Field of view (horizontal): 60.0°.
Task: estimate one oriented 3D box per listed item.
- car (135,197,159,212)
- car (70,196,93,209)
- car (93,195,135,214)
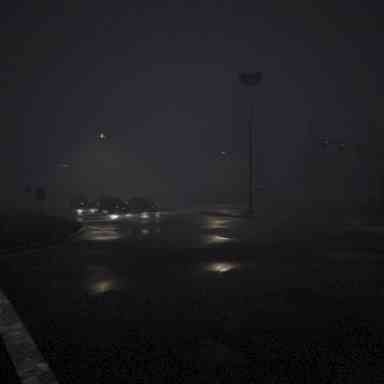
[{"bbox_3d":[-5.399,1.316,35.918,1.837,1.490,4.892,0,0,-36],"label":"car"},{"bbox_3d":[-13.926,1.305,41.835,1.837,1.490,4.892,0,0,-35],"label":"car"},{"bbox_3d":[-7.937,1.336,33.442,1.837,1.490,4.892,0,0,-36],"label":"car"}]
